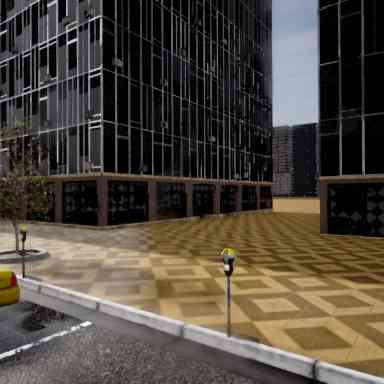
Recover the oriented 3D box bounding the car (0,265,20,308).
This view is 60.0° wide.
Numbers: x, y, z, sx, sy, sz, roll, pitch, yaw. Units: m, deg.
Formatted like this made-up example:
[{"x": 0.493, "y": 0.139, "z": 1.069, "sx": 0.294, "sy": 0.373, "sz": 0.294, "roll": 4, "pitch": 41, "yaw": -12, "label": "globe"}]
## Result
[{"x": -5.317, "y": 1.528, "z": 6.651, "sx": 4.829, "sy": 1.417, "sz": 1.752, "roll": 0, "pitch": 0, "yaw": 35, "label": "car"}]
